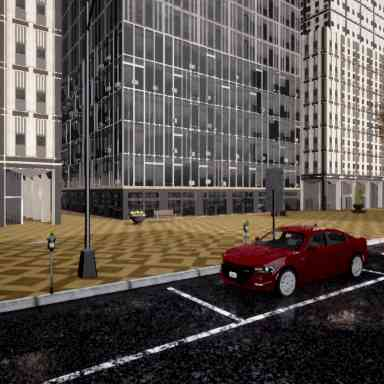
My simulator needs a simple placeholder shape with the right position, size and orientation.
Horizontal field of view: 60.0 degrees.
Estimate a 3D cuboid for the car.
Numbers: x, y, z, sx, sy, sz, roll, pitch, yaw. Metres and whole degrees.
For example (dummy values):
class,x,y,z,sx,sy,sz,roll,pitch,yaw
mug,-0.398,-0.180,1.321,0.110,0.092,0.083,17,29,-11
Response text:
class,x,y,z,sx,sy,sz,roll,pitch,yaw
car,2.716,1.545,8.505,4.507,1.381,1.887,0,0,-36
